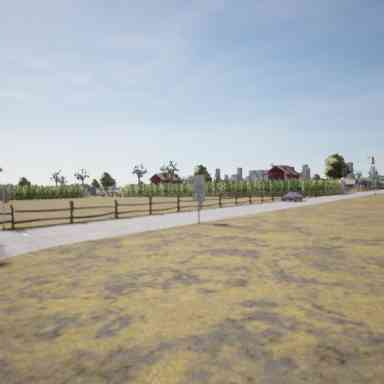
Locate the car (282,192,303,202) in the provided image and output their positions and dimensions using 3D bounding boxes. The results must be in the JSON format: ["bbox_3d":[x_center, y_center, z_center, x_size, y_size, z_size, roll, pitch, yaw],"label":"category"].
[{"bbox_3d":[14.926,0.720,49.231,1.994,1.385,4.181,0,1,36],"label":"car"}]
